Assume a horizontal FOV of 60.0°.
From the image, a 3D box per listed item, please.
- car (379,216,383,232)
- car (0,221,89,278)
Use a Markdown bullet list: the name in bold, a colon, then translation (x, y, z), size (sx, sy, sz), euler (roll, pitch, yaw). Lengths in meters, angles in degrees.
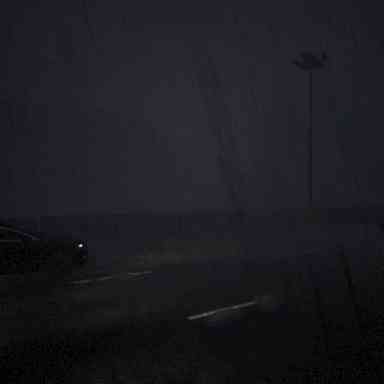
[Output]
- **car**: translation (12.797, 1.641, 19.160), size (4.181, 1.385, 1.994), euler (0, 0, -27)
- **car**: translation (-5.189, 1.482, 8.531), size (4.902, 1.511, 2.128), euler (0, 0, -35)
